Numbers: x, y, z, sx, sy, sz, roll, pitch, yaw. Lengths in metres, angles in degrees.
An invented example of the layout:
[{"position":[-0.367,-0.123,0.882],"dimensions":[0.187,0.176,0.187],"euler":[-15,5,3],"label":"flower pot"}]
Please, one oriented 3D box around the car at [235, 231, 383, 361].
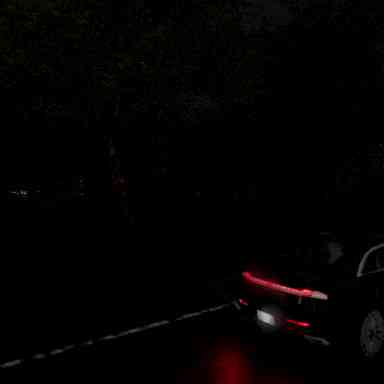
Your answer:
[{"position":[2.969,1.450,5.877],"dimensions":[4.902,1.511,2.128],"euler":[-1,0,-35],"label":"car"}]
